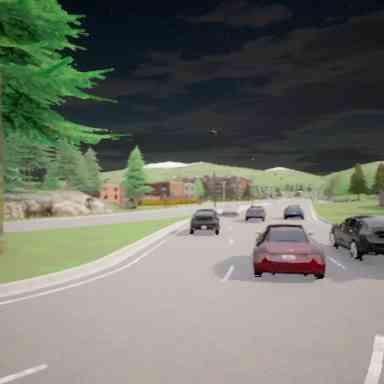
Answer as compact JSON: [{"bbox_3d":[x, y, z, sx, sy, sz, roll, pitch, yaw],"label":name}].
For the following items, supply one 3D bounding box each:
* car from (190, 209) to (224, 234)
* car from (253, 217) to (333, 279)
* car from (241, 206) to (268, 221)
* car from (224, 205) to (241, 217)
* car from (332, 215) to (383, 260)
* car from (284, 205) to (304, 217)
[{"bbox_3d":[1.003,1.914,22.391,1.837,1.490,4.892,-1,-1,7],"label":"car"},{"bbox_3d":[3.007,1.732,10.775,1.994,1.385,4.181,-1,-1,13],"label":"car"},{"bbox_3d":[6.437,2.082,33.029,2.033,1.411,5.357,-1,-1,15],"label":"car"},{"bbox_3d":[5.071,2.291,40.459,1.895,1.301,4.718,-1,-1,18],"label":"car"},{"bbox_3d":[6.846,1.664,13.018,1.837,1.490,4.892,0,-1,9],"label":"car"},{"bbox_3d":[10.845,2.085,35.412,1.994,1.385,4.181,-1,-1,17],"label":"car"}]
